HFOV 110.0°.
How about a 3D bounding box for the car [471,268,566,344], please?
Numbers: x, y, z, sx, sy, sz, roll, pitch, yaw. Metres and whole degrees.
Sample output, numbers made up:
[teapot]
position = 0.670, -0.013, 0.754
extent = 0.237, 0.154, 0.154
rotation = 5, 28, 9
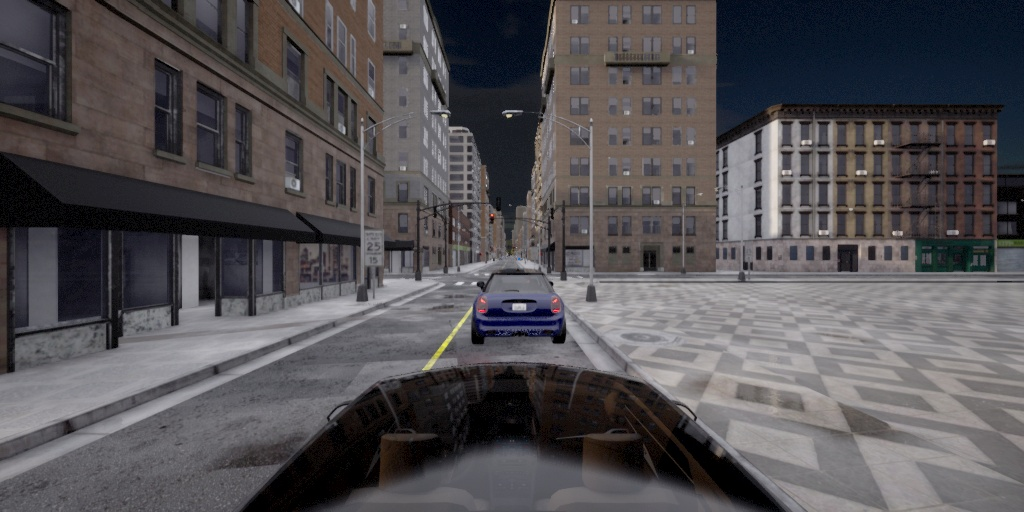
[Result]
[car]
position = 0.099, 1.101, 9.715
extent = 2.097, 1.767, 4.553
rotation = 0, 0, -1
